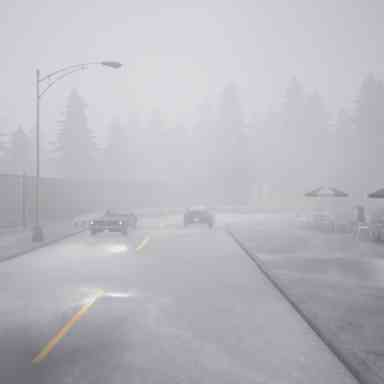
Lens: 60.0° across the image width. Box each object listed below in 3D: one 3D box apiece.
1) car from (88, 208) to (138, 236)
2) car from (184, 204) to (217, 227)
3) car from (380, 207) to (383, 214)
[{"bbox_3d":[-4.256,1.599,18.568,1.895,1.301,4.718,0,0,-1],"label":"car"},{"bbox_3d":[0.629,1.525,22.776,1.812,1.442,4.674,0,0,8],"label":"car"},{"bbox_3d":[19.290,1.545,28.636,5.357,1.411,2.033,0,0,0],"label":"car"}]
